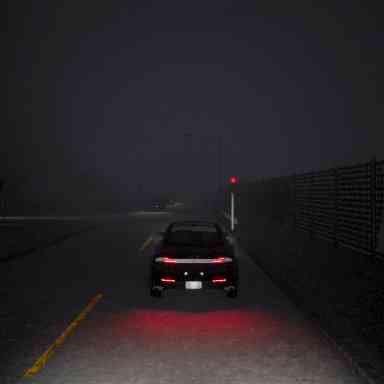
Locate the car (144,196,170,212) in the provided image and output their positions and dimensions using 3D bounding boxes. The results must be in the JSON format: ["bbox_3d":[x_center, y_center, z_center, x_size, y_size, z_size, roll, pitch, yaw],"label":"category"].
[{"bbox_3d":[-4.296,1.506,39.435,1.837,1.490,4.892,0,0,6],"label":"car"}]

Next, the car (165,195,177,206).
[{"bbox_3d":[-4.047,1.351,55.112,2.097,1.767,4.553,0,0,0],"label":"car"}]

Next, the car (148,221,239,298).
[{"bbox_3d":[0.055,1.492,8.524,2.128,1.511,4.902,0,0,1],"label":"car"}]

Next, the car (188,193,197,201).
[{"bbox_3d":[0.063,1.225,87.491,2.150,2.045,5.566,0,0,0],"label":"car"}]
